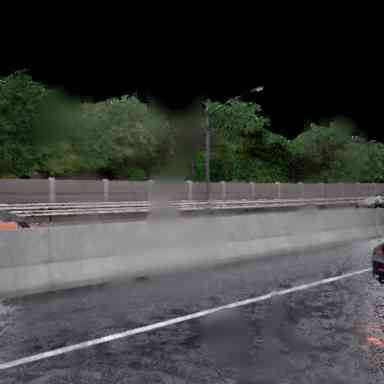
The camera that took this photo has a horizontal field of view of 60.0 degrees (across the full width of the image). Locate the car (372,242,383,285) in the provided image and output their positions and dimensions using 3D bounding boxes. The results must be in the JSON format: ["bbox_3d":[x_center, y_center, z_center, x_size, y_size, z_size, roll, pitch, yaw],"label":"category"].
[{"bbox_3d":[6.318,1.502,8.178,4.892,1.490,1.837,0,0,-35],"label":"car"}]

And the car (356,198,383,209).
[{"bbox_3d":[21.811,1.408,40.109,4.674,1.442,1.812,-1,0,-33],"label":"car"}]

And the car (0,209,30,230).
[{"bbox_3d":[-8.165,1.347,11.049,4.553,1.767,2.097,0,0,-35],"label":"car"}]

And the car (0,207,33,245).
[{"bbox_3d":[-9.679,1.499,14.267,4.892,1.490,1.837,0,0,-35],"label":"car"}]
